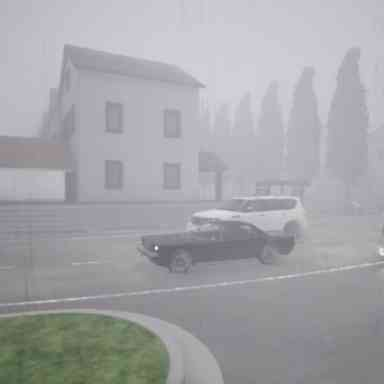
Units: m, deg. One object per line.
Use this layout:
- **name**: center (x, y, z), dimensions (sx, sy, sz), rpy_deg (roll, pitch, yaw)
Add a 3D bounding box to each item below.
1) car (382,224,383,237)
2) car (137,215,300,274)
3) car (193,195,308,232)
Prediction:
- **car**: center (10.686, 1.467, 15.019), dimensions (4.902, 1.511, 2.128), rpy_deg (0, 0, -28)
- **car**: center (0.760, 1.568, 10.338), dimensions (4.718, 1.301, 1.895), rpy_deg (0, 0, -23)
- **car**: center (2.593, 1.180, 14.871), dimensions (5.566, 2.045, 2.150), rpy_deg (0, 0, -25)
